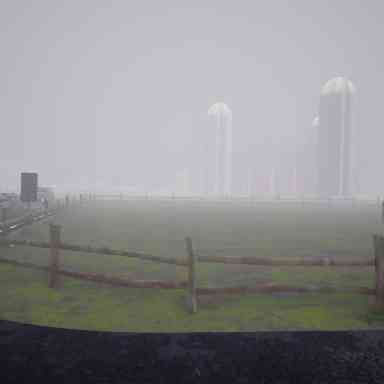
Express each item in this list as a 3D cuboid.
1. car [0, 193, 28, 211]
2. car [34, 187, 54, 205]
[{"bbox_3d":[-16.195,0.826,29.146,2.128,1.511,4.902,2,1,-10],"label":"car"},{"bbox_3d":[-18.030,0.395,39.599,2.150,2.045,5.566,2,1,-9],"label":"car"}]
